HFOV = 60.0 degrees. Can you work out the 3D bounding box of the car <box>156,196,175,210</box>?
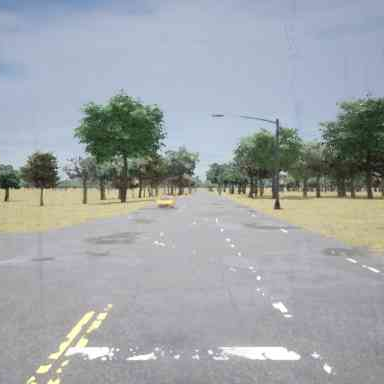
[{"bbox_3d":[-2.994,1.239,38.506,1.882,1.535,5.008,0,1,2],"label":"car"}]
